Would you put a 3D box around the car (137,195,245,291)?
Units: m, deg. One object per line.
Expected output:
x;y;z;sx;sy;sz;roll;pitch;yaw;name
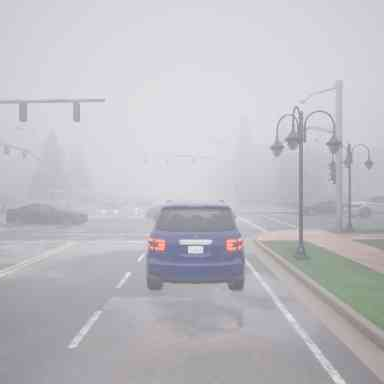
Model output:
0.087;1.221;9.185;2.150;2.045;5.566;0;0;0;car

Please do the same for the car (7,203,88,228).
-9.411;1.477;21.800;5.008;1.535;1.882;0;0;2;car

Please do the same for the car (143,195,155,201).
-10.437;1.526;81.123;2.033;1.411;5.357;0;0;0;car

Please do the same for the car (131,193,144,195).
-10.470;1.477;66.829;1.882;1.535;5.008;0;0;0;car

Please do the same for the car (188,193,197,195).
0.061;1.544;77.933;1.994;1.385;4.181;0;0;0;car

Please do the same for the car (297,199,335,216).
12.766;1.505;32.290;4.892;1.490;1.837;0;0;-1;car

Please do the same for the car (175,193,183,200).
-3.432;1.210;87.778;2.097;1.767;4.553;0;0;0;car

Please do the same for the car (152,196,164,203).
-6.959;1.503;68.059;1.837;1.490;4.892;0;0;0;car

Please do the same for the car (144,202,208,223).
-1.180;1.525;25.092;4.674;1.442;1.812;0;0;1;car

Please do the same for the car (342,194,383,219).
16.211;1.221;28.810;5.566;2.045;2.150;0;0;-1;car

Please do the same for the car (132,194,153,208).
-7.045;1.477;48.997;1.882;1.535;5.008;0;0;0;car

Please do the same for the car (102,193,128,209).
-10.557;1.352;44.925;2.097;1.767;4.553;0;0;0;car

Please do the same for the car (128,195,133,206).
-10.540;1.564;53.555;1.994;1.385;4.181;0;0;1;car
